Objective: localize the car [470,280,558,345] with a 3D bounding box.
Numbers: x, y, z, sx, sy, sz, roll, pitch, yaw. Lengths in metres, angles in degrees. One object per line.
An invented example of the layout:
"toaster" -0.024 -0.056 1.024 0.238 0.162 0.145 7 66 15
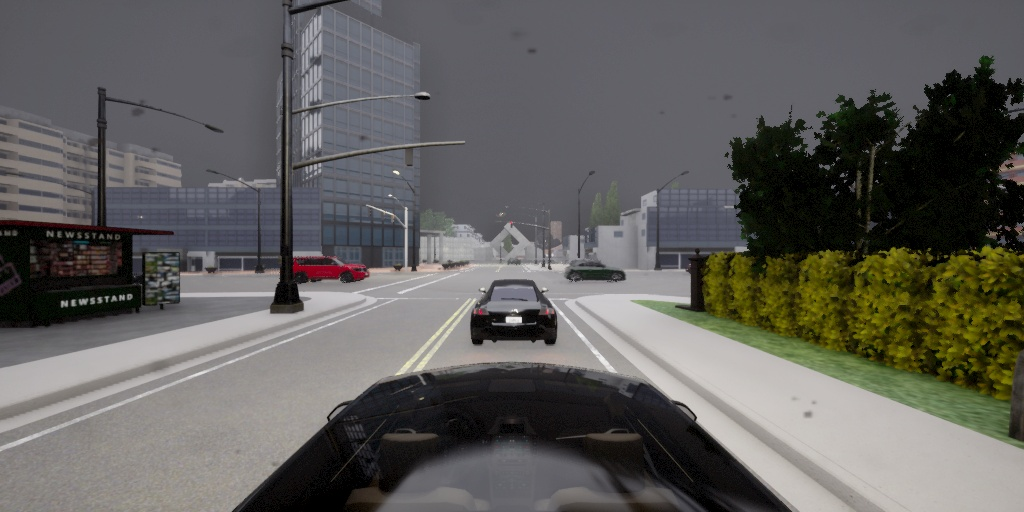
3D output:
"car" 0.044 1.314 9.553 1.994 1.385 4.181 0 0 0

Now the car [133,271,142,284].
"car" -29.745 1.586 26.972 4.181 1.385 1.994 -1 0 0

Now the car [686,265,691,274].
"car" 21.195 1.177 38.302 5.008 1.535 1.882 0 0 -1

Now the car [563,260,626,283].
"car" 6.293 1.102 27.414 4.553 1.767 2.097 0 0 -1

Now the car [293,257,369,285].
"car" -13.832 1.053 27.181 5.566 2.045 2.150 -1 0 -1
